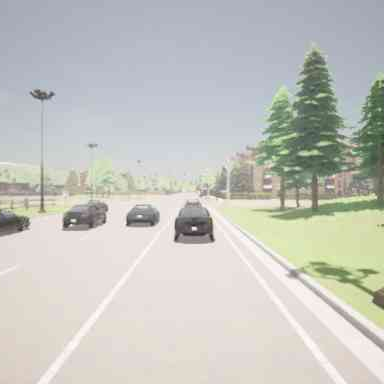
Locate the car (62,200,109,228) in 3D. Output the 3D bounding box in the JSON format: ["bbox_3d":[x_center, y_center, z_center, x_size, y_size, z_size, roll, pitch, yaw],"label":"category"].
[{"bbox_3d":[-6.904,1.510,21.702,1.812,1.442,4.674,0,0,0],"label":"car"}]

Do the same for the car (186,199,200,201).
[{"bbox_3d":[0.094,1.466,34.733,2.128,1.511,4.902,0,0,0],"label":"car"}]

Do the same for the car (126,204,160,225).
[{"bbox_3d":[-3.404,1.547,23.587,1.994,1.385,4.181,0,0,0],"label":"car"}]

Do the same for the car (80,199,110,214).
[{"bbox_3d":[-10.405,1.537,35.997,1.994,1.385,4.181,0,0,0],"label":"car"}]

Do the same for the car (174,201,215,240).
[{"bbox_3d":[0.097,1.465,17.095,1.882,1.535,5.008,0,0,0],"label":"car"}]

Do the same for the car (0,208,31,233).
[{"bbox_3d":[-10.402,1.535,17.167,2.033,1.411,5.357,0,0,0],"label":"car"}]
